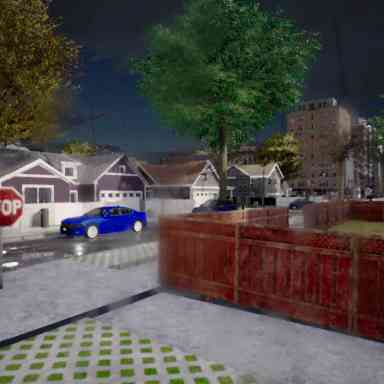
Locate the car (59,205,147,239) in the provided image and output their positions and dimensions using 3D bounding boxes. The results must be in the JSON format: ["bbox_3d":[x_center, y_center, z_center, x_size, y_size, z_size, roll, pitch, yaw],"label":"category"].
[{"bbox_3d":[-4.581,1.500,17.810,1.882,1.535,5.008,0,0,36],"label":"car"}]

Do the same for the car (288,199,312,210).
[{"bbox_3d":[14.465,1.604,44.148,2.033,1.411,5.357,0,0,36],"label":"car"}]

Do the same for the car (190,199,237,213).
[{"bbox_3d":[1.778,1.383,26.650,2.097,1.767,4.553,0,0,36],"label":"car"}]
